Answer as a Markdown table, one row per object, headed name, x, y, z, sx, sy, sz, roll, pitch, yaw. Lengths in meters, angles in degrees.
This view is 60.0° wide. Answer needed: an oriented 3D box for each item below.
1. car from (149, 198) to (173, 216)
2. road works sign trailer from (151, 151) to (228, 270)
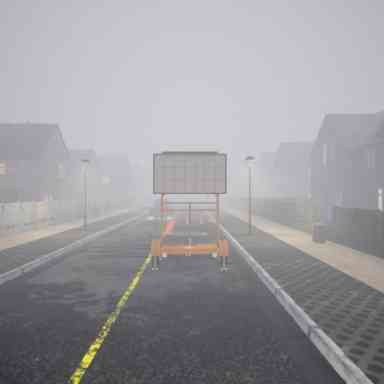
| name | x | y | z | sx | sy | sz | roll | pitch | yaw |
| --- | --- | --- | --- | --- | --- | --- | --- | --- | --- |
| car | -2.981 | 1.405 | 33.091 | 2.097 | 1.767 | 4.553 | 0 | 0 | 0 |
| road works sign trailer | -0.069 | 0.467 | 10.996 | 2.380 | 3.560 | 2.880 | 0 | 0 | 0 |
